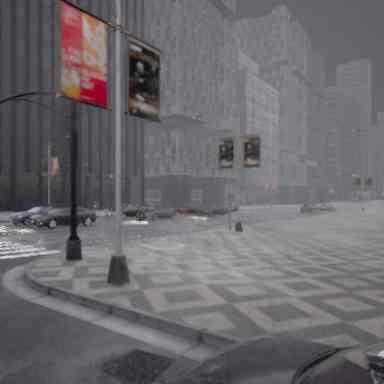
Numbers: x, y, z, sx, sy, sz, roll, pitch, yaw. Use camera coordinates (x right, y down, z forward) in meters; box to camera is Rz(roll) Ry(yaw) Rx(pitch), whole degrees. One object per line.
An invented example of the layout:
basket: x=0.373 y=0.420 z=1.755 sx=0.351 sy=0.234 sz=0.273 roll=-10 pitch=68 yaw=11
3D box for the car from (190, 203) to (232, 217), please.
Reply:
car: x=2.439 y=2.239 z=40.725 sx=2.033 sy=1.411 sz=5.357 roll=0 pitch=-1 yaw=36

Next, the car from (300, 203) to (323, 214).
car: x=18.161 y=2.520 z=51.161 sx=1.837 sy=1.490 sz=4.892 roll=0 pitch=-1 yaw=36

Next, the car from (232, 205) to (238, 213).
car: x=5.371 y=2.358 z=50.307 sx=1.882 sy=1.535 sz=5.008 roll=0 pitch=-1 yaw=36

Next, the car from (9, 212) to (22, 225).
car: x=-11.892 y=1.844 z=26.351 sx=1.812 sy=1.442 sz=4.674 roll=0 pitch=-1 yaw=37

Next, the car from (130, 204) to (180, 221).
car: x=-3.529 y=2.060 z=32.431 sx=1.994 sy=1.385 sz=4.181 roll=0 pitch=-1 yaw=35

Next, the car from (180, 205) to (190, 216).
car: x=-0.645 y=2.285 z=42.001 sx=1.895 sy=1.301 sz=4.718 roll=0 pitch=-1 yaw=36

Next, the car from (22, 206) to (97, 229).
car: x=-9.325 y=1.814 z=24.336 sx=1.837 sy=1.490 sz=4.892 roll=0 pitch=-1 yaw=36

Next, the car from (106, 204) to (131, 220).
car: x=-6.514 y=1.983 z=33.828 sx=2.128 sy=1.511 sz=4.902 roll=0 pitch=-1 yaw=36

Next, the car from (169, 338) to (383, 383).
car: x=1.728 y=1.551 z=1.733 sx=4.403 sy=1.369 sz=2.008 roll=0 pitch=0 yaw=35

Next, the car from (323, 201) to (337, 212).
car: x=24.182 y=2.775 z=59.551 sx=1.994 sy=1.385 sz=4.181 roll=0 pitch=-1 yaw=36
